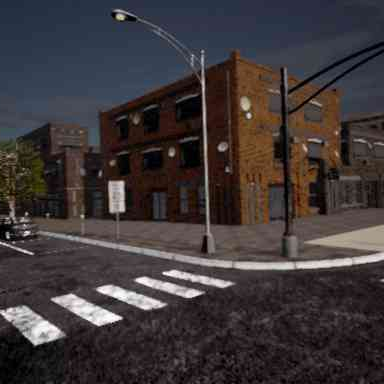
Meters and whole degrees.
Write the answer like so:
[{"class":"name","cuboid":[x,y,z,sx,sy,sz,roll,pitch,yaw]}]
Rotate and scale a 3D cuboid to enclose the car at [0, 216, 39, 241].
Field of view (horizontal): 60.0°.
[{"class":"car","cuboid":[-11.077,2.214,21.095,2.008,1.369,4.403,-3,0,-42]}]
